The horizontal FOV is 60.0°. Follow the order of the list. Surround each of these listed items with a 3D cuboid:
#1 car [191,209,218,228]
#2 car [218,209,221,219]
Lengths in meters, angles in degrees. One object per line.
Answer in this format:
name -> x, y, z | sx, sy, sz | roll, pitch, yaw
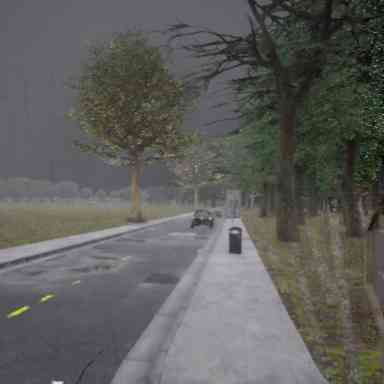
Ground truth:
car -> 1.184, 2.570, 32.882 | 2.097, 1.767, 4.553 | 1, -2, 7
car -> 3.801, 3.520, 54.300 | 2.128, 1.511, 4.902 | 1, -2, 7
